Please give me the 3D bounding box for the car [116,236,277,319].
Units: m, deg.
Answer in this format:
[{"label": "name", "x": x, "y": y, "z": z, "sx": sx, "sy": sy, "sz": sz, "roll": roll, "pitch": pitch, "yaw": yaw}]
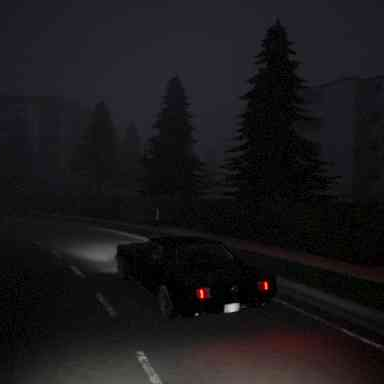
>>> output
[{"label": "car", "x": -0.319, "y": 1.673, "z": 7.646, "sx": 1.895, "sy": 1.301, "sz": 4.718, "roll": 2, "pitch": -1, "yaw": -27}]
